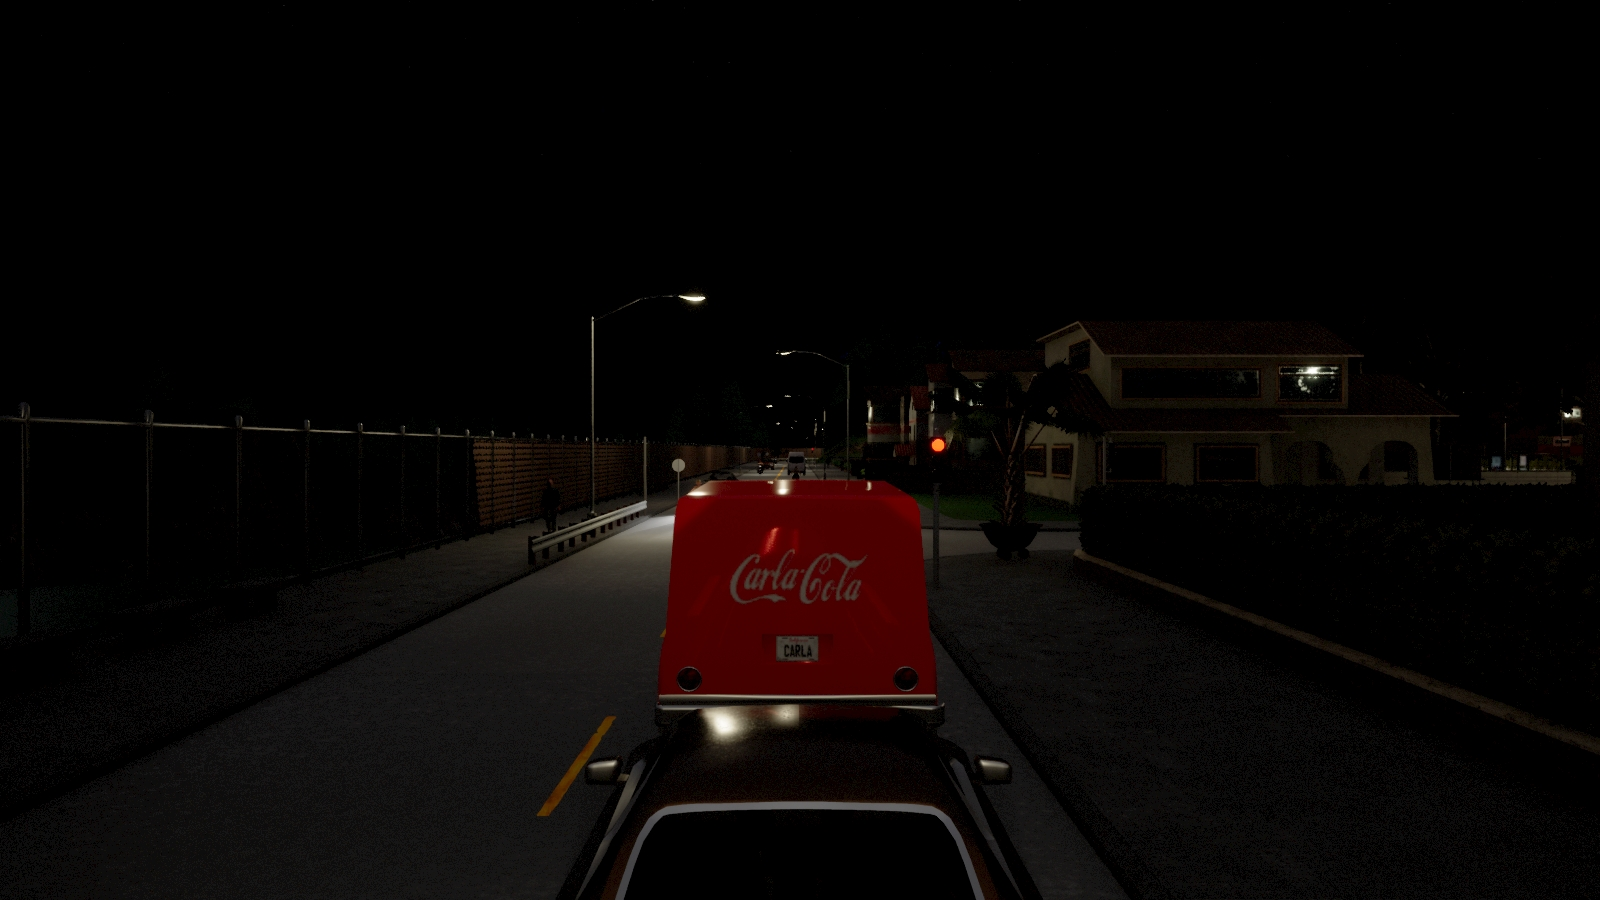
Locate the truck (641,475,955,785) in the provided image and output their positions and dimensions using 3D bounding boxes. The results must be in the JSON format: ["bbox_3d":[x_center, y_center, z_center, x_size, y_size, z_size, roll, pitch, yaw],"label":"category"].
[{"bbox_3d":[-0.025,1.564,12.158,2.627,2.467,5.204,0,0,0],"label":"truck"}]

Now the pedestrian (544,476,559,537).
[{"bbox_3d":[-7.655,1.732,35.166,0.375,1.860,0.375,0,0,-1],"label":"pedestrian"}]

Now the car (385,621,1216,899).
[{"bbox_3d":[-0.006,1.989,5.238,2.152,1.651,5.027,0,0,0],"label":"car"}]
